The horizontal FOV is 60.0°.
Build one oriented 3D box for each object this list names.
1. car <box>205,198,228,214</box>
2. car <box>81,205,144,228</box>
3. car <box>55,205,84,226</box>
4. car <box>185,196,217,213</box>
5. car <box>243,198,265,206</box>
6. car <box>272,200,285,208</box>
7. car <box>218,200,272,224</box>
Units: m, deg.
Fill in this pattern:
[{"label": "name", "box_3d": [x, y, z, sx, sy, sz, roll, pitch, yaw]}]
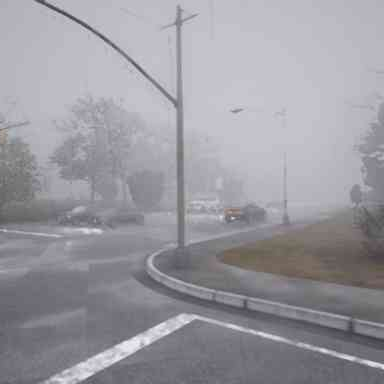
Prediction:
[{"label": "car", "box_3d": [3.960, 1.692, 38.223, 2.128, 1.511, 4.902, -1, -1, 32]}, {"label": "car", "box_3d": [-5.356, 1.735, 23.750, 1.994, 1.385, 4.181, -1, -1, 34]}, {"label": "car", "box_3d": [-8.216, 1.749, 25.745, 1.812, 1.442, 4.674, -1, -1, 34]}, {"label": "car", "box_3d": [1.354, 1.477, 40.662, 2.150, 2.045, 5.566, -1, -1, 32]}, {"label": "car", "box_3d": [10.224, 1.617, 54.611, 1.994, 1.385, 4.181, -1, -1, 32]}, {"label": "car", "box_3d": [13.176, 1.902, 52.721, 1.895, 1.301, 4.718, -1, -1, 32]}, {"label": "car", "box_3d": [4.153, 1.583, 25.290, 1.837, 1.490, 4.892, -1, -1, 33]}]
